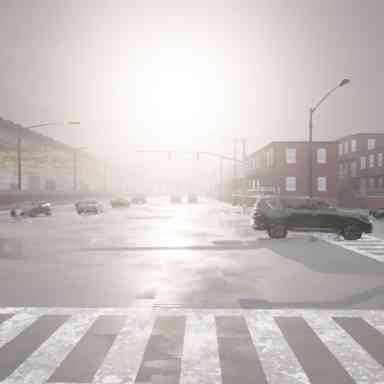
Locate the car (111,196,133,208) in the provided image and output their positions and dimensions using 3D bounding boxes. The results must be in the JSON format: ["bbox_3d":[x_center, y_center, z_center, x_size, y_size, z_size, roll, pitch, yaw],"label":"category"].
[{"bbox_3d":[-10.551,1.601,49.151,1.895,1.301,4.718,0,0,0],"label":"car"}]

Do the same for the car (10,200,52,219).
[{"bbox_3d":[-14.075,1.493,29.369,2.128,1.511,4.902,0,0,0],"label":"car"}]

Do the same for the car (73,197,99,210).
[{"bbox_3d":[-14.057,1.478,44.446,1.882,1.535,5.008,0,0,0],"label":"car"}]

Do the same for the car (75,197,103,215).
[{"bbox_3d":[-10.249,1.506,33.708,1.837,1.490,4.892,0,0,-4],"label":"car"}]

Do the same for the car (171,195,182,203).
[{"bbox_3d":[-3.369,1.353,70.227,2.097,1.767,4.553,0,0,0],"label":"car"}]

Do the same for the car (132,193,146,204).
[{"bbox_3d":[-10.465,1.221,65.908,2.150,2.045,5.566,0,0,1],"label":"car"}]

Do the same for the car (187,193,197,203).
[{"bbox_3d":[0.162,1.548,69.657,2.033,1.411,5.357,0,0,0],"label":"car"}]

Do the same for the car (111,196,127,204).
[{"bbox_3d":[-13.970,1.548,63.930,2.033,1.411,5.357,0,0,1],"label":"car"}]

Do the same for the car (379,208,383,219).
[{"bbox_3d":[17.059,1.547,26.669,5.357,1.411,2.033,0,0,0],"label":"car"}]

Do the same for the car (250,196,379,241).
[{"bbox_3d":[5.667,1.221,16.348,5.566,2.045,2.150,0,0,9],"label":"car"}]

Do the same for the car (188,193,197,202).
[{"bbox_3d":[0.072,1.225,80.290,2.150,2.045,5.566,0,0,0],"label":"car"}]

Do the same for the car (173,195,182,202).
[{"bbox_3d":[-3.427,1.478,80.513,1.882,1.535,5.008,0,0,0],"label":"car"}]
